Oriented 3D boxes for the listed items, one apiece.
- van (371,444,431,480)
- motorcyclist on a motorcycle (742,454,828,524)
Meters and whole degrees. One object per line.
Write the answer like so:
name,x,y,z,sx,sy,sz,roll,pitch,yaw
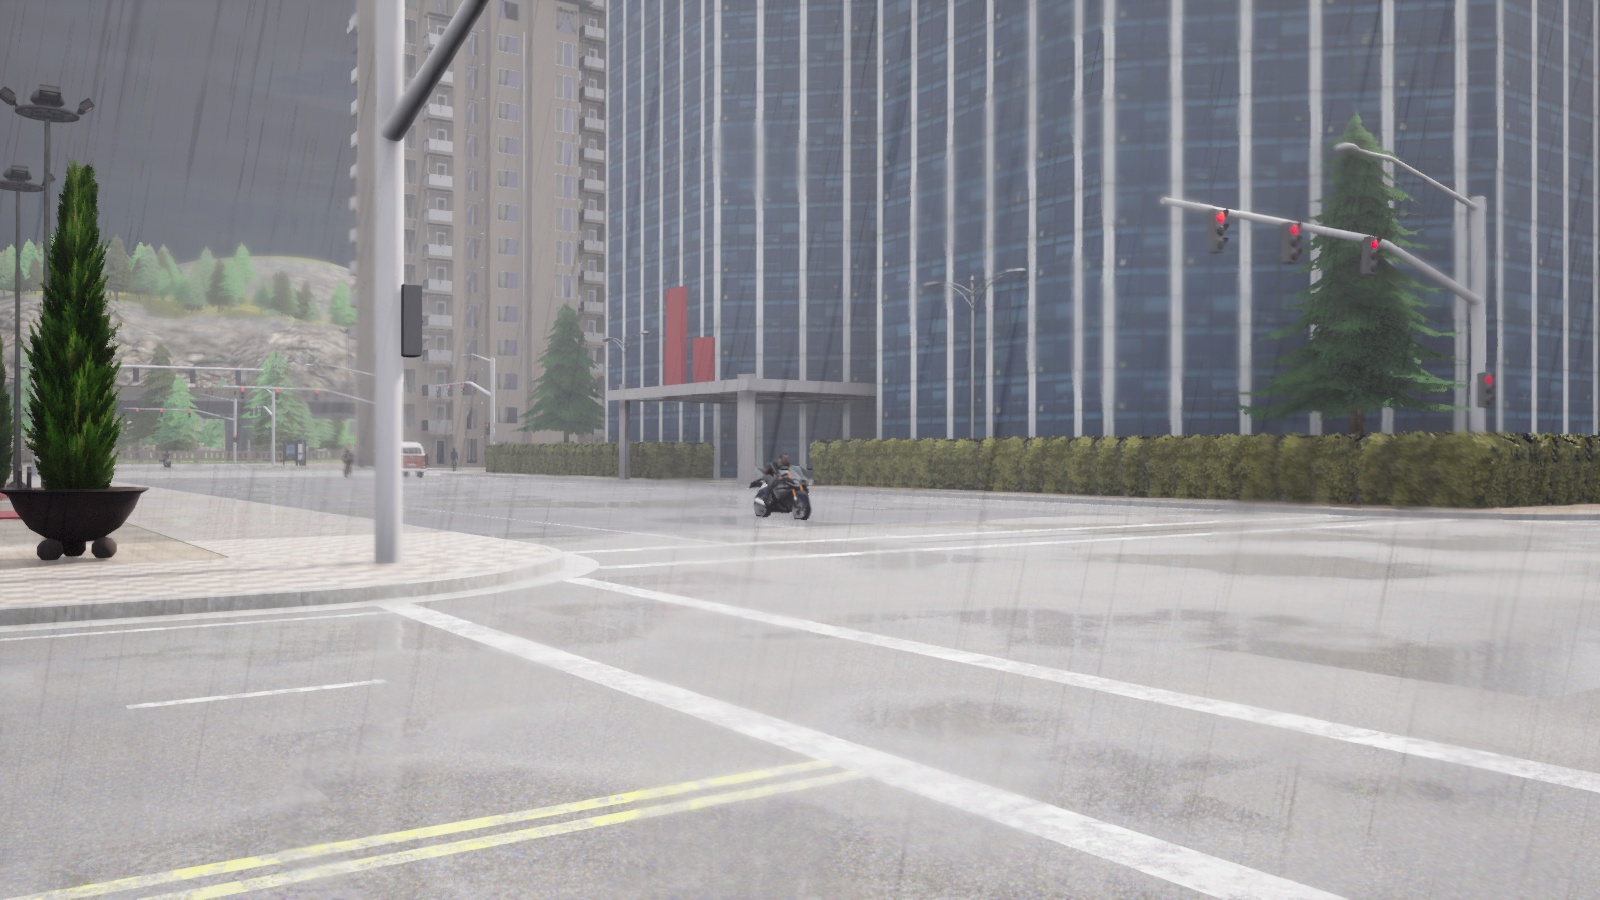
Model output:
van,-23.235,0.696,73.072,2.069,2.038,4.480,0,0,-35
motorcyclist on a motorcycle,-0.359,0.850,28.544,0.866,1.530,2.191,0,0,-35
